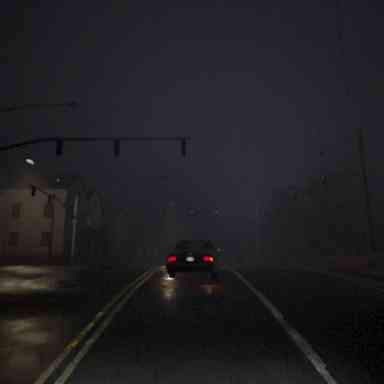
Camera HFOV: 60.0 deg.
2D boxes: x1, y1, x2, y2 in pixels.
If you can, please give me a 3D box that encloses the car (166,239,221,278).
[{"bbox_3d":[0.166,2.642,13.711,2.033,1.411,5.357,-1,-8,5],"label":"car"}]
